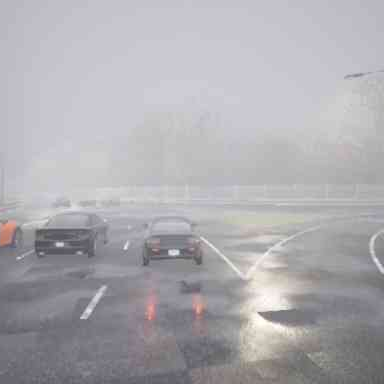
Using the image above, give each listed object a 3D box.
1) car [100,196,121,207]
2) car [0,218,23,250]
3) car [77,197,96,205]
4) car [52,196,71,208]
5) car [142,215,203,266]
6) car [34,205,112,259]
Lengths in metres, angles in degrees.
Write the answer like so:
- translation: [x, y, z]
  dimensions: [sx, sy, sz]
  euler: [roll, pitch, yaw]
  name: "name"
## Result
- translation: [-12.504, 1.405, 50.874]
  dimensions: [2.097, 1.767, 4.553]
  euler: [0, 0, -30]
  name: "car"
- translation: [-7.821, 1.382, 11.770]
  dimensions: [2.097, 1.767, 4.553]
  euler: [0, 0, -6]
  name: "car"
- translation: [-15.684, 1.542, 49.393]
  dimensions: [1.882, 1.535, 5.008]
  euler: [0, 0, -30]
  name: "car"
- translation: [-18.821, 1.427, 47.836]
  dimensions: [2.097, 1.767, 4.553]
  euler: [0, 0, -30]
  name: "car"
- translation: [-0.750, 1.530, 11.589]
  dimensions: [1.812, 1.442, 4.674]
  euler: [0, 0, -6]
  name: "car"
- translation: [-4.433, 1.496, 12.892]
  dimensions: [1.882, 1.535, 5.008]
  euler: [0, 0, -7]
  name: "car"
